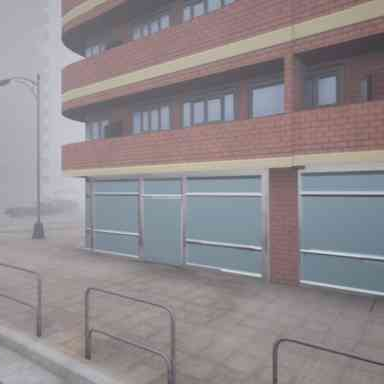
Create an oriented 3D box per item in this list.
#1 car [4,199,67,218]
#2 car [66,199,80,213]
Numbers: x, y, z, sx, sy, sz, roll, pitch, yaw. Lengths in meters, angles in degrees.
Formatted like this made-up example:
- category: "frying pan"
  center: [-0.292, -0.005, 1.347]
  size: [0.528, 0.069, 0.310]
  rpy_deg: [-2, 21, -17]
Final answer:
- category: "car"
  center: [-14.121, 1.595, 29.910]
  size: [1.895, 1.301, 4.718]
  rpy_deg: [0, 0, 36]
- category: "car"
  center: [-14.405, 1.498, 35.446]
  size: [1.837, 1.490, 4.892]
  rpy_deg: [0, 0, 36]
